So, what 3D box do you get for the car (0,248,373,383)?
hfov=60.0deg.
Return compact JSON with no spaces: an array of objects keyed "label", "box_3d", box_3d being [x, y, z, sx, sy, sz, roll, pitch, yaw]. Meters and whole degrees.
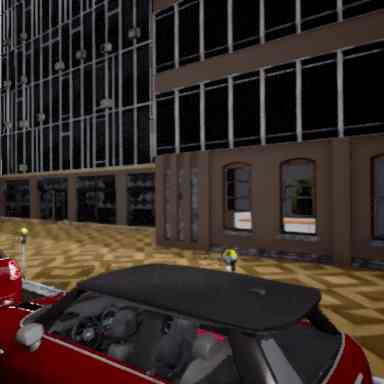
[{"label":"car","box_3d":[-0.538,1.456,3.259,4.097,1.590,1.967,0,0,35]}]
